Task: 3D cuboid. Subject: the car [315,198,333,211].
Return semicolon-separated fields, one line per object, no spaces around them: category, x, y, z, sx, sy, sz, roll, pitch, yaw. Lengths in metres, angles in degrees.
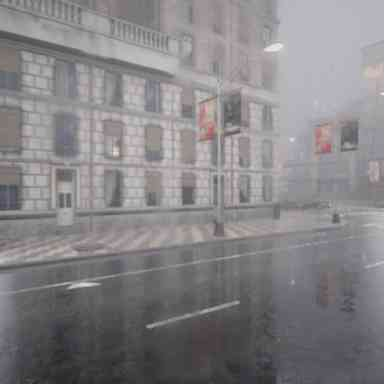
car;14.393;1.375;39.907;2.128;1.511;4.902;0;0;-37

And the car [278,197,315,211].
car;11.340;1.459;38.139;1.994;1.385;4.181;0;0;-36
